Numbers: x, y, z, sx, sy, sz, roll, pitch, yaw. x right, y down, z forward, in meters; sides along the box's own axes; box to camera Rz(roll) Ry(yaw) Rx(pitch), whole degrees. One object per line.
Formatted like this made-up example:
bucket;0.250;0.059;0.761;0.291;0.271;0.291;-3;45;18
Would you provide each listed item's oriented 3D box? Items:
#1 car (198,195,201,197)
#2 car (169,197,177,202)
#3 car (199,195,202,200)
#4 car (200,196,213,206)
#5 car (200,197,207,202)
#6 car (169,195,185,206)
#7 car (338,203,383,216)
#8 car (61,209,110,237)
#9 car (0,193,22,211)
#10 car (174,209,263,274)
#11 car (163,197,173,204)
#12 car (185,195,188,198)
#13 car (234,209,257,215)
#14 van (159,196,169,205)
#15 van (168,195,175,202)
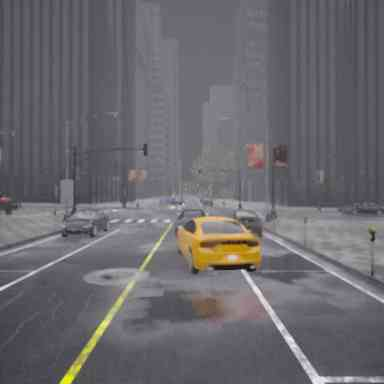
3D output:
car;3.081;1.714;77.117;2.192;1.841;5.009;0;0;1
car;-5.299;2.034;93.724;1.887;1.381;4.507;0;0;1
car;3.032;1.920;71.603;2.008;1.369;4.403;0;0;1
car;2.935;1.861;60.577;2.008;1.369;4.403;0;0;1
car;3.227;2.015;93.824;1.752;1.417;4.829;0;0;1
car;-2.830;1.805;63.732;1.882;1.535;5.008;0;0;1
car;20.907;2.125;40.500;4.892;1.490;1.837;1;0;0
car;-5.767;1.642;18.396;2.008;1.369;4.403;0;0;0
car;-22.147;1.037;37.183;5.566;2.045;2.150;1;0;0
car;0.639;1.532;10.902;1.882;1.535;5.008;0;0;-9
car;-5.444;1.965;77.187;1.947;1.339;4.313;0;0;1
car;-2.664;1.937;79.408;2.128;1.511;4.902;0;0;1
car;2.758;1.642;18.395;2.008;1.369;4.403;0;0;0
van;-5.541;1.681;66.164;1.690;1.788;3.998;0;0;1
van;-5.347;1.800;88.213;1.690;1.788;3.998;0;0;1
